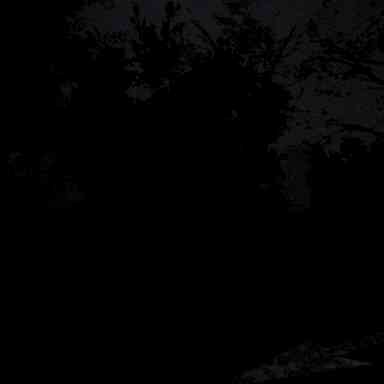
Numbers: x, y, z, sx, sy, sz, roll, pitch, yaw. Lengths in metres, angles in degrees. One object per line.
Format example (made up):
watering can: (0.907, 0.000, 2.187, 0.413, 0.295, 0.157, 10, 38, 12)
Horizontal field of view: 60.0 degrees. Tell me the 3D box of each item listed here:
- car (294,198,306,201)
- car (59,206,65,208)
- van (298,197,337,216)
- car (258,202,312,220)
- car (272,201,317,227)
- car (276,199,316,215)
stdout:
car: (6.901, 1.454, 26.646, 5.566, 2.045, 2.435, 0, -1, -35)
car: (-30.951, 4.325, 80.667, 5.008, 1.535, 2.097, 0, -3, -35)
van: (14.168, 1.606, 37.371, 4.442, 1.987, 1.878, 0, -1, -35)
car: (8.931, 1.790, 32.448, 1.882, 1.535, 5.008, 0, -2, -35)
car: (8.506, 1.659, 24.355, 4.892, 1.521, 2.231, 0, -1, -35)
car: (12.487, 1.779, 39.898, 4.553, 1.767, 2.185, 0, -2, -35)
